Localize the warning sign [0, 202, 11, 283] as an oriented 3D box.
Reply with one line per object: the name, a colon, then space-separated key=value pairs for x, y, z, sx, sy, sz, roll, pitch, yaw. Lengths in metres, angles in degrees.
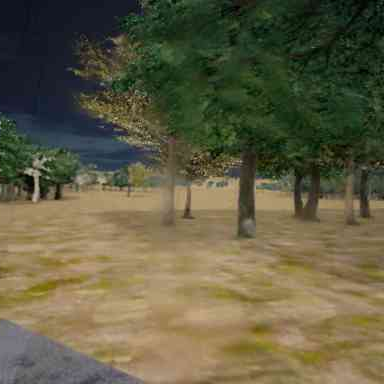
warning sign: x=-5.131 y=1.143 z=7.625 sx=1.060 sy=1.860 sz=1.300 roll=3 pitch=-1 yaw=35
